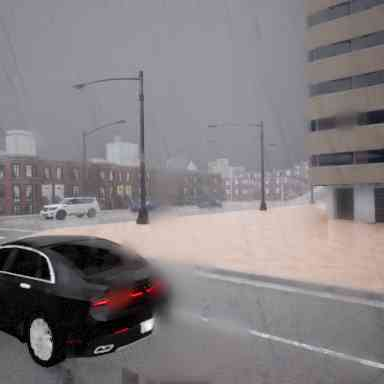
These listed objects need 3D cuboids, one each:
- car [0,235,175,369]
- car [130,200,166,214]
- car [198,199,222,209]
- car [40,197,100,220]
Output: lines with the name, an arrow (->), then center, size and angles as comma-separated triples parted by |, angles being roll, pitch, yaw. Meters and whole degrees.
car -> -2.539, 1.520, 5.791 | 4.892, 1.490, 1.837 | 0, 0, 35
car -> -5.244, 1.779, 40.238 | 1.882, 1.535, 5.008 | -1, -1, 37
car -> 2.854, 1.820, 51.036 | 1.812, 1.442, 4.674 | -1, -1, 37
car -> -11.510, 1.528, 31.866 | 2.150, 2.045, 5.566 | -1, -1, 37
